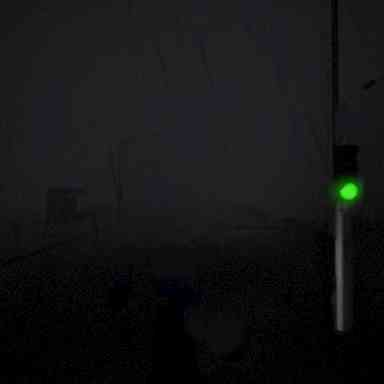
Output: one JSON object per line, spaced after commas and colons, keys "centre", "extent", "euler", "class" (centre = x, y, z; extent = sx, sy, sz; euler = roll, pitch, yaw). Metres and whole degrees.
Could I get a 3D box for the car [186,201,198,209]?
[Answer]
{"centre": [-0.009, 2.310, 58.857], "extent": [1.812, 1.442, 4.674], "euler": [0, -1, 0], "class": "car"}
